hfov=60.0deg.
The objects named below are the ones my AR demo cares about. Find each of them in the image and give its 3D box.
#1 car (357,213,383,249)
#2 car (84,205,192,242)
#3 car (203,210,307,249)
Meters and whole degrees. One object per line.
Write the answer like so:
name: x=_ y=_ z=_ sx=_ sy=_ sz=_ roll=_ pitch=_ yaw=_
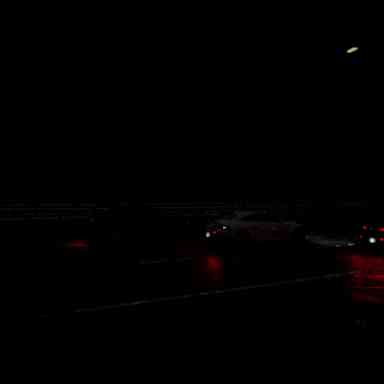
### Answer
car: x=8.735 y=1.526 z=13.157 sx=4.892 sy=1.490 sz=1.837 roll=1 pitch=0 yaw=-26
car: x=-2.402 y=1.376 z=15.590 sx=5.008 sy=1.535 sz=1.882 roll=1 pitch=0 yaw=-26
car: x=2.704 y=1.481 z=14.155 sx=4.674 sy=1.442 sz=1.812 roll=1 pitch=0 yaw=-26
